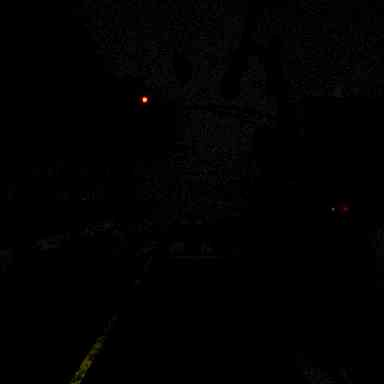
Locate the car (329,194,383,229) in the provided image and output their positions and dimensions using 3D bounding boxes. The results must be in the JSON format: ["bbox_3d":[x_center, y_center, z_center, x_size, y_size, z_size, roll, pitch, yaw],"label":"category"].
[{"bbox_3d":[11.415,1.129,20.579,5.566,2.045,2.150,0,-1,0],"label":"car"}]
